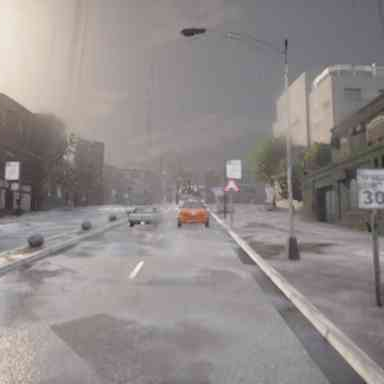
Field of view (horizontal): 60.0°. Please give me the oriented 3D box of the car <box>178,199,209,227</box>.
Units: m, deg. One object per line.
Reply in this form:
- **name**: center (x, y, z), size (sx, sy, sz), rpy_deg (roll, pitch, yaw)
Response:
- **car**: center (0.102, 1.432, 23.720), size (2.097, 1.767, 4.553), rpy_deg (0, 0, 0)

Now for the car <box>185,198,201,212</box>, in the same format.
- **car**: center (0.104, 1.613, 41.776), size (1.882, 1.535, 5.008), rpy_deg (0, 0, 0)

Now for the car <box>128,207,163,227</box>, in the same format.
- **car**: center (-3.147, 1.681, 23.466), size (1.895, 1.301, 4.718), rpy_deg (0, 0, 0)
